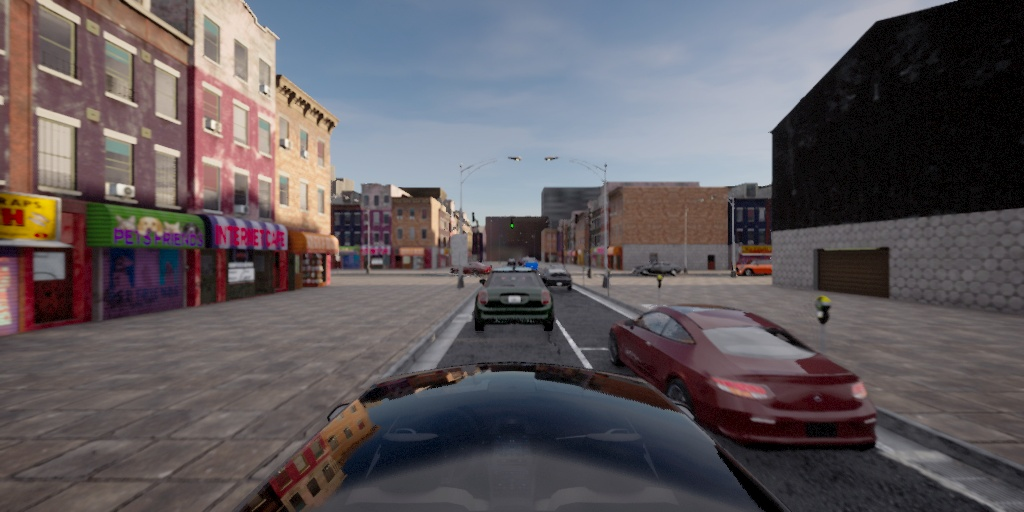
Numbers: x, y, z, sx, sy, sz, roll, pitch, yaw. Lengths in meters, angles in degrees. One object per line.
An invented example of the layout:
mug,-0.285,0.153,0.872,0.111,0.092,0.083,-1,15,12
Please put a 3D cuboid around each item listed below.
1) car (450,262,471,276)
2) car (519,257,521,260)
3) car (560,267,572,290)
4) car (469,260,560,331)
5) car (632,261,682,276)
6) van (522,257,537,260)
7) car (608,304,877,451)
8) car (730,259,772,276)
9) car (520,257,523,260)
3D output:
car,-4.199,1.334,36.769,4.674,1.442,1.812,0,-1,33
car,2.647,1.298,60.119,1.967,1.591,4.097,0,0,0
car,2.641,1.322,22.166,2.007,1.370,4.403,0,0,0
car,0.041,1.107,11.106,2.097,1.767,4.553,0,0,0
car,14.991,1.297,37.211,4.902,1.511,2.128,0,0,0
van,2.645,1.171,49.168,1.690,1.789,3.998,0,0,0
car,2.638,1.333,5.129,1.802,1.307,4.207,0,0,0
car,25.273,1.156,37.160,4.553,1.767,2.097,0,0,1
car,2.646,1.284,54.644,1.967,1.591,4.097,0,0,0
